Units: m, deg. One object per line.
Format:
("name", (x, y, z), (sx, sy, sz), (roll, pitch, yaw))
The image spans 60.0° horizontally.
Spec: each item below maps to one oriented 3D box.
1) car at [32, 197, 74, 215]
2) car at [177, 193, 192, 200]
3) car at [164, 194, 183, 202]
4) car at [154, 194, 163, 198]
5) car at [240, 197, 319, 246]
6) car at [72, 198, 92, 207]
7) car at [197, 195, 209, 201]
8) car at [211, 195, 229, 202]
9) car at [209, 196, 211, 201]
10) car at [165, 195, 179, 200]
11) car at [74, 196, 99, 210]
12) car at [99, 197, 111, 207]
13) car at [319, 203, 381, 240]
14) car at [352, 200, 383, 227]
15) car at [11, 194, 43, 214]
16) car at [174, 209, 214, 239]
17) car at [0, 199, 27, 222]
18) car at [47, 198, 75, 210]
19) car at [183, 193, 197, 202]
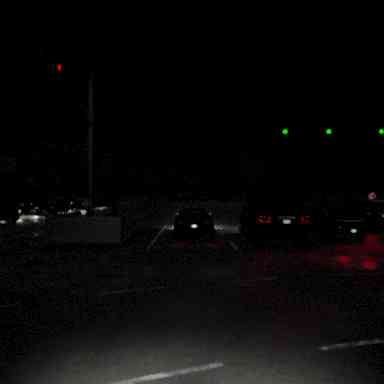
("car", (-14.035, 1.523, 33.897), (1.812, 1.442, 4.674), (0, 0, 0))
("car", (-2.054, 1.178, 89.054), (2.097, 1.767, 4.553), (0, 0, -30))
("car", (-4.408, 1.488, 76.541), (1.837, 1.490, 4.892), (0, 0, -22))
("car", (-8.365, 1.303, 86.022), (1.882, 1.535, 5.008), (0, 0, -30))
("car", (3.601, 1.218, 15.310), (2.150, 2.045, 5.566), (0, 0, 0))
("car", (-17.576, 1.599, 53.502), (1.895, 1.301, 4.718), (0, 0, -3))
("car", (1.823, 1.541, 79.878), (1.994, 1.385, 4.181), (0, 0, -22))
("car", (6.764, 1.492, 75.970), (1.837, 1.490, 4.892), (0, 0, -18))
("car", (3.366, 1.516, 85.579), (1.812, 1.442, 4.674), (0, 0, -26))
("car", (-5.232, 1.419, 87.577), (1.895, 1.301, 4.718), (0, 0, -30))
("car", (-13.999, 1.349, 42.854), (2.097, 1.767, 4.553), (0, 0, 0))
("car", (-14.053, 1.544, 52.117), (2.033, 1.411, 5.357), (0, 0, 0))
("car", (7.101, 1.487, 17.009), (2.128, 1.511, 4.902), (0, 0, 0))
("car", (10.601, 1.345, 20.523), (2.097, 1.767, 4.553), (0, 0, 0))
("car", (-17.518, 1.220, 35.113), (2.150, 2.045, 5.566), (0, 0, 0))
("car", (0.101, 1.560, 17.434), (1.994, 1.385, 4.181), (0, 0, 0))
("car", (-14.084, 1.503, 23.635), (1.837, 1.490, 4.892), (0, 0, 0))
("car", (-17.499, 1.524, 44.635), (1.812, 1.442, 4.674), (0, 0, 0))
("car", (-1.192, 1.464, 77.922), (1.882, 1.535, 5.008), (0, 0, -22))
